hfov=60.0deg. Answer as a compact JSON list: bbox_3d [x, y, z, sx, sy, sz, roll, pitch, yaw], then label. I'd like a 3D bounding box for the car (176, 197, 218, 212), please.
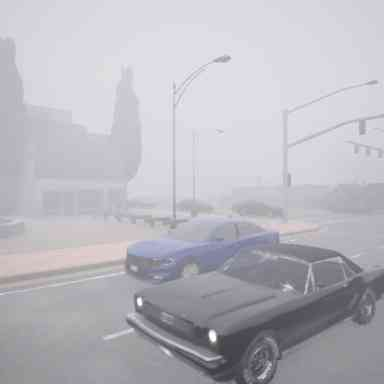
[{"bbox_3d":[0.288,1.601,37.405,1.895,1.301,4.718,0,0,-40],"label":"car"}]

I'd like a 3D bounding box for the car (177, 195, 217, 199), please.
[{"bbox_3d":[0.445,1.491,42.634,2.128,1.511,4.902,0,0,-40],"label":"car"}]

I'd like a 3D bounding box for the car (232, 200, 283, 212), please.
[{"bbox_3d":[6.328,1.478,30.280,1.882,1.535,5.008,0,0,-40],"label":"car"}]

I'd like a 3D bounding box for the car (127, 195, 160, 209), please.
[{"bbox_3d":[-7.193,1.548,46.237,2.033,1.411,5.357,0,0,-40],"label":"car"}]

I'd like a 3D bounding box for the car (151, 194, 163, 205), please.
[{"bbox_3d":[-7.076,1.477,51.531,1.882,1.535,5.008,0,0,-40],"label":"car"}]

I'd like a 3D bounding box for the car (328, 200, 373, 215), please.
[{"bbox_3d":[16.548,1.564,34.827,1.994,1.385,4.181,0,0,-45],"label":"car"}]

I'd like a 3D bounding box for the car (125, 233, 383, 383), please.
[{"bbox_3d":[1.372,1.601,5.432,4.718,1.301,1.895,0,0,-41],"label":"car"}]

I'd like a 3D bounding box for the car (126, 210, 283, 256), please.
[{"bbox_3d":[0.514,1.477,9.320,5.008,1.535,1.882,0,0,-42],"label":"car"}]

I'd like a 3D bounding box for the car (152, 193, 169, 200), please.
[{"bbox_3d":[-8.163,1.156,85.858,3.866,1.878,1.905,0,0,-42],"label":"car"}]

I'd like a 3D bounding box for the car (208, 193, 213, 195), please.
[{"bbox_3d":[4.935,1.156,71.245,3.866,1.878,1.905,0,0,-42],"label":"car"}]

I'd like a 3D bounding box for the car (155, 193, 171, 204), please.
[{"bbox_3d":[-5.945,1.477,61.224,1.882,1.535,5.008,0,0,-40],"label":"car"}]

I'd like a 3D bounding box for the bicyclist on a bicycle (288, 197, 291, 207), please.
[{"bbox_3d":[12.889,1.261,44.859,1.656,1.620,0.582,-7,4,-40],"label":"bicyclist on a bicycle"}]

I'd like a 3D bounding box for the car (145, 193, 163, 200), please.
[{"bbox_3d":[-10.050,1.153,88.053,4.605,1.855,1.932,0,0,-42],"label":"car"}]

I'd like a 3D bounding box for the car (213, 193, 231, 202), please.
[{"bbox_3d":[6.855,1.395,69.078,3.806,1.475,1.970,0,0,-42],"label":"car"}]
